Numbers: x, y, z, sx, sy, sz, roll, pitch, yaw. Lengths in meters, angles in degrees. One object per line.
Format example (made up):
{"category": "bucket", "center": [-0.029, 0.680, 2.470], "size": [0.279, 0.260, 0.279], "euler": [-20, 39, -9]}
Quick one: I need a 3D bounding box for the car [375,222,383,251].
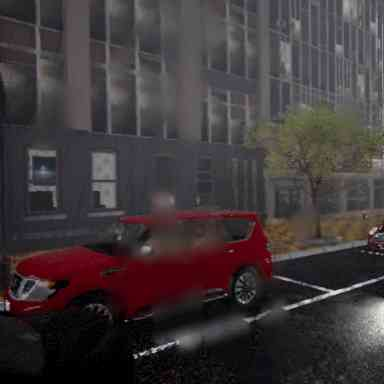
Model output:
{"category": "car", "center": [6.682, 1.484, 8.135], "size": [4.892, 1.490, 1.837], "euler": [0, 0, -35]}

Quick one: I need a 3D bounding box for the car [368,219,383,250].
{"category": "car", "center": [8.445, 1.410, 12.625], "size": [4.097, 1.590, 1.967], "euler": [0, -1, -36]}

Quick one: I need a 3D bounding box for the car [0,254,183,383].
{"category": "car", "center": [-2.659, 1.482, 1.479], "size": [5.008, 1.535, 1.882], "euler": [0, 0, -36]}

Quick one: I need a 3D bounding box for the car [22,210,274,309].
{"category": "car", "center": [-0.616, 1.310, 6.265], "size": [5.009, 1.841, 2.192], "euler": [0, -1, -36]}
